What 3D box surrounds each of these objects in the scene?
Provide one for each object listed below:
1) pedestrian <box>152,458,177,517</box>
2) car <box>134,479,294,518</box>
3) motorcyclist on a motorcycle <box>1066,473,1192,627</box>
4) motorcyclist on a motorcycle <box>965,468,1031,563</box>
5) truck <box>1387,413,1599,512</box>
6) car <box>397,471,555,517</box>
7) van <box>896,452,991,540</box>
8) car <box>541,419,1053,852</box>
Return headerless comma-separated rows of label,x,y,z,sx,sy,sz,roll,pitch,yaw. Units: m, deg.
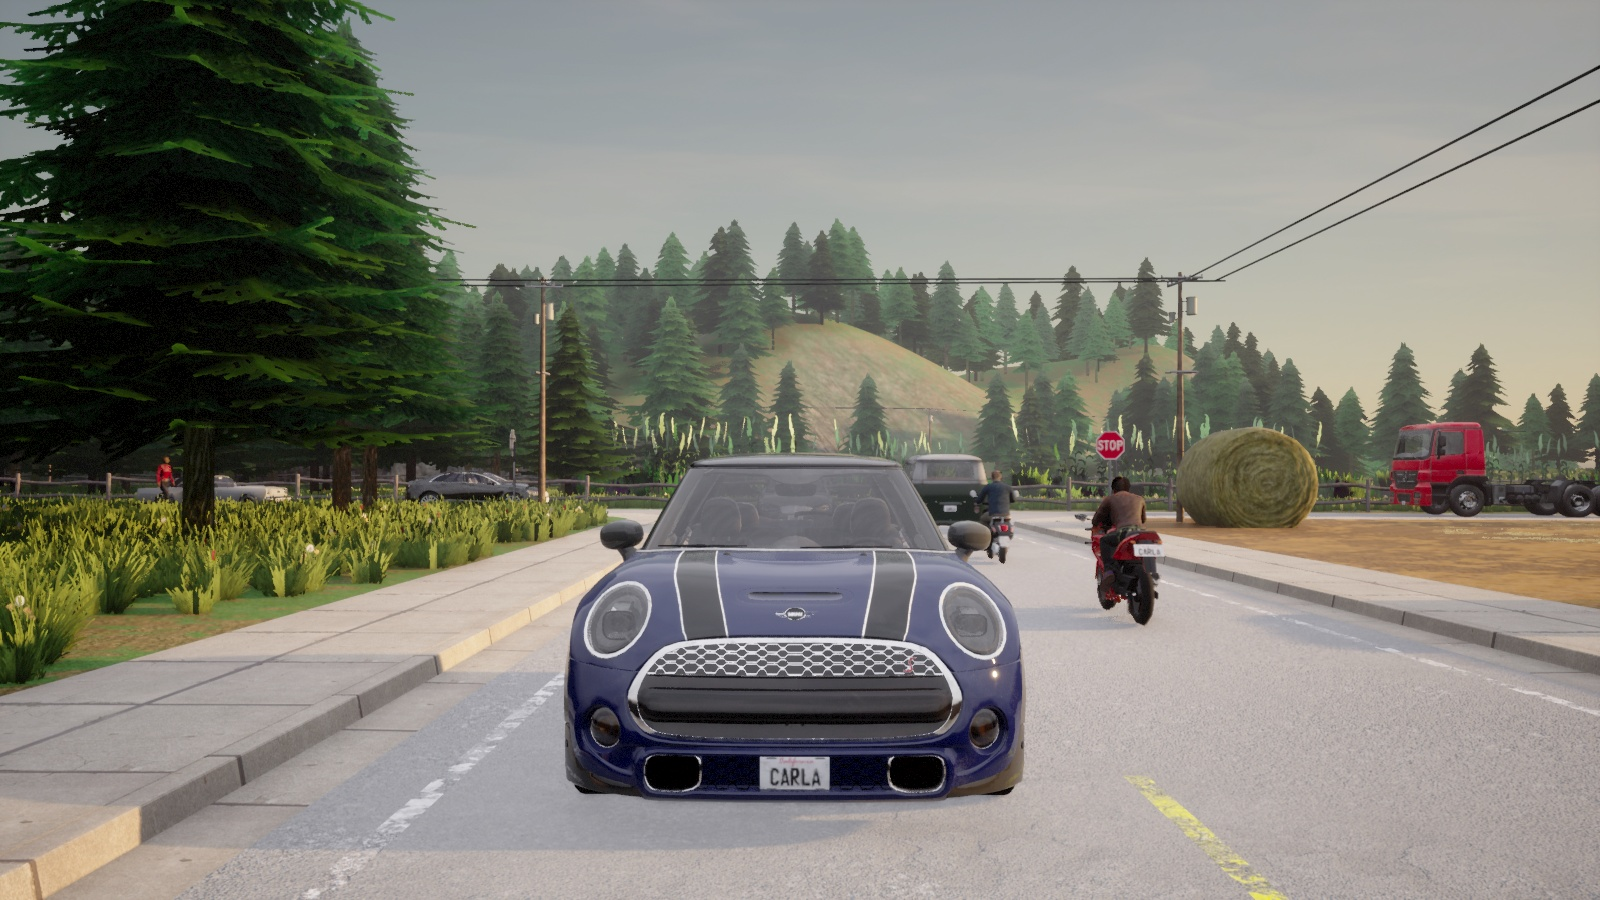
pedestrian,-19.976,1.181,39.471,0.636,1.846,0.331,0,-1,15
car,-20.475,1.699,44.022,4.718,1.301,1.895,0,-1,1
motorcyclist on a motorcycle,3.465,1.007,13.427,0.797,1.523,2.044,0,-1,0
motorcyclist on a motorcycle,3.442,1.123,21.992,0.866,1.590,1.817,0,-1,0
truck,25.905,0.455,45.448,7.936,3.462,2.891,0,-1,3
car,-11.184,1.512,43.634,4.902,1.511,2.128,0,-1,3
van,3.419,1.068,30.661,1.775,1.987,4.442,0,-1,0
car,-0.021,0.798,7.441,2.097,1.767,4.553,0,-1,0
